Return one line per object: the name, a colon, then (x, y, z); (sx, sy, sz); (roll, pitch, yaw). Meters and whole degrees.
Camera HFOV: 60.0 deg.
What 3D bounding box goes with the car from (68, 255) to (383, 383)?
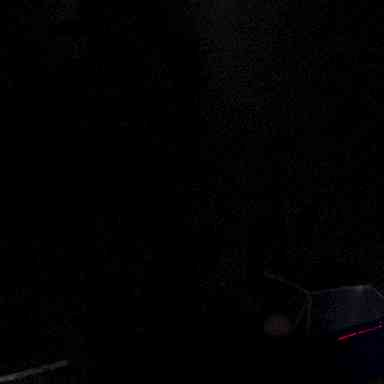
car: (1.026, 1.566, 4.018); (4.718, 1.301, 1.895); (-1, 1, -24)
